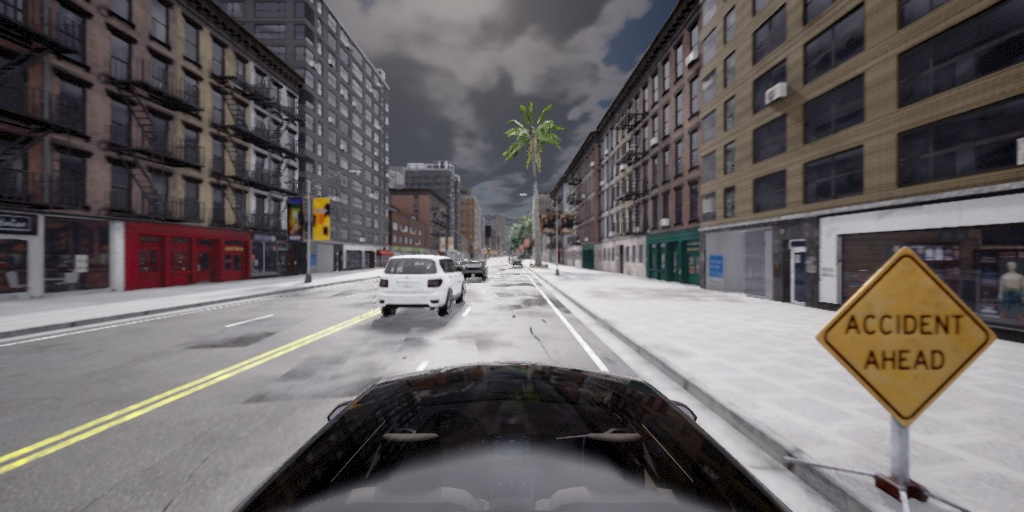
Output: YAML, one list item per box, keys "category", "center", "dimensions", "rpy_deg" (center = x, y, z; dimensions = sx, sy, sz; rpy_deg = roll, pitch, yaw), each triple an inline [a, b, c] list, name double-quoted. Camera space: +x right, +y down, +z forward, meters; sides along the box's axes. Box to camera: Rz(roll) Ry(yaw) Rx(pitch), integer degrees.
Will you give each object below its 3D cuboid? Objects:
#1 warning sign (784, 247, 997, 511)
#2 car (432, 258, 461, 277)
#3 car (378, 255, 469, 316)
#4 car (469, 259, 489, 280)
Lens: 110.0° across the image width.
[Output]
- category: "warning sign"
  center: [2.850, 0.865, 2.637]
  dimensions: [1.300, 1.860, 1.060]
  rpy_deg: [0, 0, 0]
- category: "car"
  center: [-6.584, 1.135, 36.621]
  dimensions: [2.097, 1.767, 4.553]
  rpy_deg: [0, 0, 0]
- category: "car"
  center: [-3.151, 0.982, 13.482]
  dimensions: [2.150, 2.045, 5.566]
  rpy_deg: [0, 0, 0]
- category: "car"
  center: [-3.146, 1.284, 31.384]
  dimensions: [1.837, 1.490, 4.892]
  rpy_deg: [0, 0, 0]
